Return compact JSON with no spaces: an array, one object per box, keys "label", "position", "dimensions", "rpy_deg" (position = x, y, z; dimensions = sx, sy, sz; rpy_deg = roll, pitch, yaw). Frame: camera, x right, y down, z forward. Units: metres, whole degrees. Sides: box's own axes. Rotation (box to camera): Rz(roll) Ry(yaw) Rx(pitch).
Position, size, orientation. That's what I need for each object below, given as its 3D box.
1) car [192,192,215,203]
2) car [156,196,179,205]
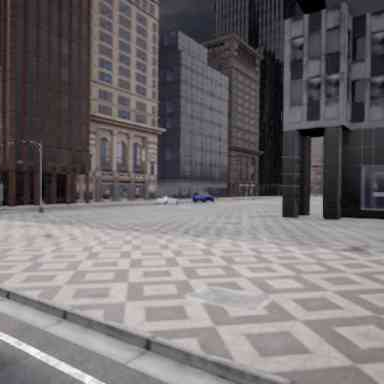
[{"label":"car","position":[2.240,1.110,64.878],"dimensions":[2.150,2.045,5.566],"rpy_deg":[1,1,35]},{"label":"car","position":[-4.123,1.462,55.816],"dimensions":[1.812,1.442,4.674],"rpy_deg":[1,1,36]}]
